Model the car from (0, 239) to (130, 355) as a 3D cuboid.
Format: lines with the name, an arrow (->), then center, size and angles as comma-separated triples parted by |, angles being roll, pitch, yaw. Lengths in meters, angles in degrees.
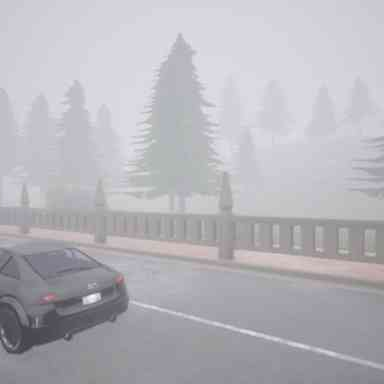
car -> -3.159, 1.613, 6.246 | 4.181, 1.385, 1.994 | -1, 0, 36
